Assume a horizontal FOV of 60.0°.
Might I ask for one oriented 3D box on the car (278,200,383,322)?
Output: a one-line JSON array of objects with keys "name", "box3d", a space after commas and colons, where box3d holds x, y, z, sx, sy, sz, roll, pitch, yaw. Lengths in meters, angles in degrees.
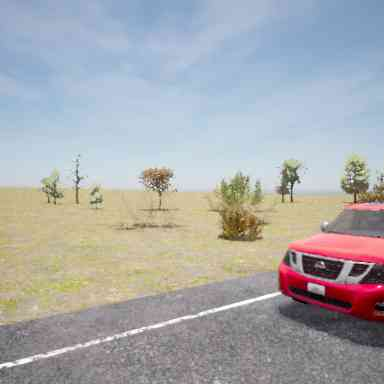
[{"name": "car", "box3d": [4.278, 1.223, 7.019, 5.566, 2.045, 2.150, 0, 0, -35]}]
